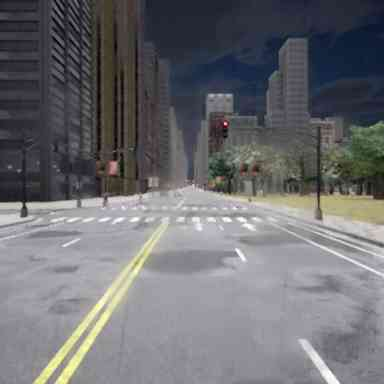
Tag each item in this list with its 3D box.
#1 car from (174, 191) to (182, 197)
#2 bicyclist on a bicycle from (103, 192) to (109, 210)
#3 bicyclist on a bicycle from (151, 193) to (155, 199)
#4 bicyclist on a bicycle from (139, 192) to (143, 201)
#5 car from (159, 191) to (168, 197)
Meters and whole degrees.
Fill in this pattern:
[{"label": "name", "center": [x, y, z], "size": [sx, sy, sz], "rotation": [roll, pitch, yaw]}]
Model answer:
[{"label": "car", "center": [-3.277, 0.519, 77.381], "size": [1.895, 1.301, 4.718], "rotation": [0, 0, 0]}, {"label": "bicyclist on a bicycle", "center": [-8.753, 0.894, 33.580], "size": [0.659, 1.776, 1.843], "rotation": [0, 0, 0]}, {"label": "bicyclist on a bicycle", "center": [-8.600, 0.763, 73.151], "size": [0.866, 1.612, 1.509], "rotation": [0, 0, 0]}, {"label": "bicyclist on a bicycle", "center": [-8.501, 0.832, 54.902], "size": [0.866, 1.612, 1.509], "rotation": [0, 0, 3]}, {"label": "car", "center": [-6.527, 0.464, 77.410], "size": [2.033, 1.411, 5.357], "rotation": [0, 0, 0]}]
